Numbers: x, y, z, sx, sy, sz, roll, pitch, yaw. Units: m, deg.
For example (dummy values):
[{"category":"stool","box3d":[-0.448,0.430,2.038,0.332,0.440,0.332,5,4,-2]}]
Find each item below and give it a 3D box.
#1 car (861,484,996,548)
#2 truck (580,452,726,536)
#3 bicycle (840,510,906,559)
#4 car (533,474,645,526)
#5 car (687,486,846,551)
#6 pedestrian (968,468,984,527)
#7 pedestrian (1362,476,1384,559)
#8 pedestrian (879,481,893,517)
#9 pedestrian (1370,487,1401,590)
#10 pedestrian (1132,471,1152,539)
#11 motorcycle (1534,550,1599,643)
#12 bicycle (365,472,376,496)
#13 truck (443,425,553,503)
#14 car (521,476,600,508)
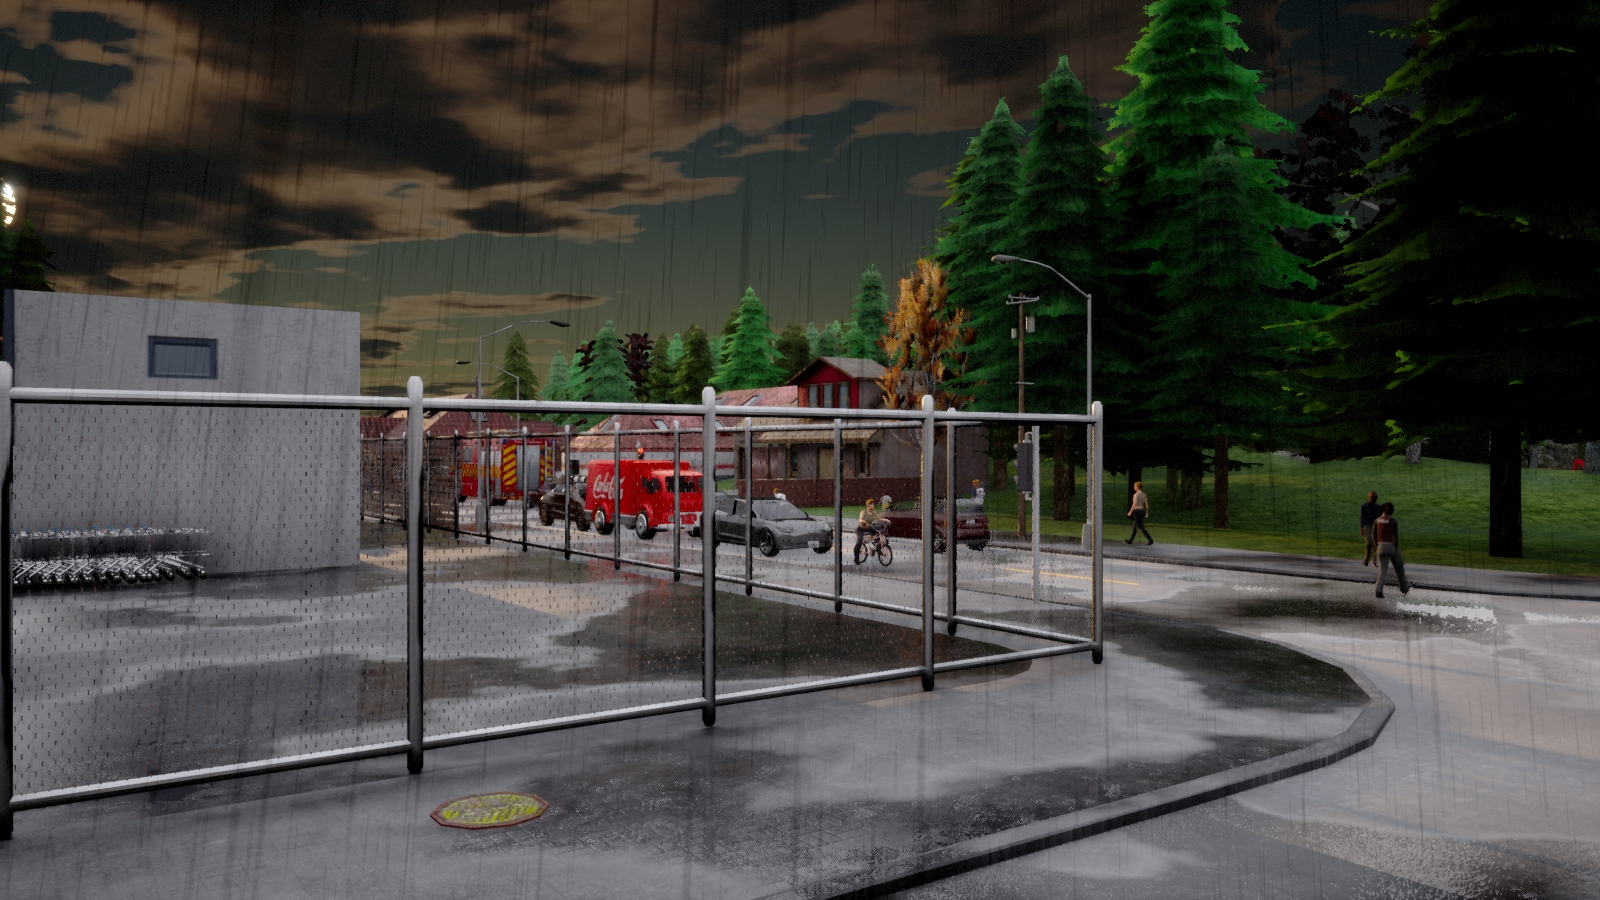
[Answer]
[{"category":"car","box3d":[3.559,1.802,32.191,1.789,1.549,3.705,0,0,-35]},{"category":"truck","box3d":[-4.910,1.336,37.383,2.627,2.467,5.204,0,0,-35]},{"category":"bicycle","box3d":[1.773,2.033,27.810,0.859,1.080,1.487,0,0,-35]},{"category":"car","box3d":[-7.756,1.772,41.538,2.152,1.651,5.027,0,0,-34]},{"category":"car","box3d":[-1.029,1.840,31.812,2.163,1.488,4.792,0,0,-35]},{"category":"pedestrian","box3d":[5.606,1.520,36.428,0.375,1.860,0.375,0,0,-23]},{"category":"pedestrian","box3d":[13.028,1.520,25.982,0.375,1.860,0.375,0,0,11]},{"category":"pedestrian","box3d":[3.151,1.801,42.033,0.375,1.300,0.375,0,0,-29]},{"category":"pedestrian","box3d":[10.856,1.625,21.182,0.375,1.860,0.375,0,0,-33]},{"category":"pedestrian","box3d":[9.525,1.522,31.843,0.375,1.860,0.375,0,0,-34]},{"category":"motorcycle","box3d":[11.116,1.990,15.344,2.033,1.145,0.803,0,0,25]},{"category":"bicycle","box3d":[-24.237,1.933,64.447,0.373,1.296,1.643,0,0,-29]},{"category":"truck","box3d":[-16.070,0.667,60.303,2.891,3.827,8.468,0,0,-35]},{"category":"car","box3d":[-11.268,1.931,53.453,1.895,1.301,4.718,0,0,-35]}]
